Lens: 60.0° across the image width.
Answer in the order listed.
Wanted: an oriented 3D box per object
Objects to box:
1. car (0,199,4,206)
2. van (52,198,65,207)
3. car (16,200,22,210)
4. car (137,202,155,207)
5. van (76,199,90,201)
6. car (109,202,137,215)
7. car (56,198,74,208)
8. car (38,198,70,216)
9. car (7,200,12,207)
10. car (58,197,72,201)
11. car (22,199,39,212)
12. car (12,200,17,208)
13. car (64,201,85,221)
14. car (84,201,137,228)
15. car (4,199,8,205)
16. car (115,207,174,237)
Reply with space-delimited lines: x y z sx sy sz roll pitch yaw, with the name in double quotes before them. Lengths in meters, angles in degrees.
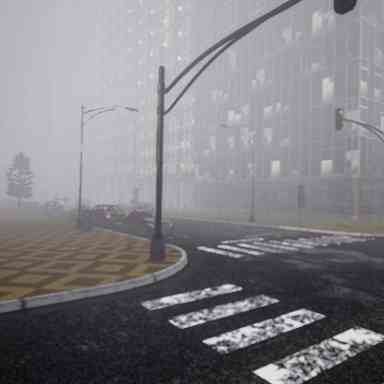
"car" -41.765 2.349 74.960 2.008 1.369 4.403 1 -1 -35
"van" -28.380 2.235 70.454 1.690 1.788 3.998 1 -1 -35
"car" -25.469 2.089 51.679 1.947 1.339 4.313 1 -1 -35
"car" -5.567 1.950 37.860 1.967 1.590 4.097 1 -1 -35
"van" -18.602 2.070 56.486 1.690 1.788 3.998 1 -1 -35
"car" -8.924 2.091 42.654 1.752 1.417 4.829 1 -1 -35
"car" -25.121 2.154 65.798 2.192 1.841 5.009 1 -1 -35
"car" -15.691 1.799 37.714 1.967 1.590 4.097 1 -1 -35
"car" -31.988 2.184 60.991 2.008 1.369 4.403 1 -1 -35
"car" -22.472 1.917 57.525 2.150 2.045 5.566 2 -2 -35
"car" -22.210 2.019 47.023 2.008 1.369 4.403 1 -1 -35
"car" -28.728 2.123 56.336 1.887 1.381 4.507 1 -1 -35
"car" -9.075 1.773 28.261 1.752 1.417 4.829 1 -1 -35
"car" -5.913 1.634 23.745 1.967 1.590 4.097 1 -1 -35
"car" -35.246 2.270 65.647 1.802 1.307 4.206 1 -1 -35
"car" -2.655 1.721 19.087 1.802 1.307 4.206 1 -1 -35
